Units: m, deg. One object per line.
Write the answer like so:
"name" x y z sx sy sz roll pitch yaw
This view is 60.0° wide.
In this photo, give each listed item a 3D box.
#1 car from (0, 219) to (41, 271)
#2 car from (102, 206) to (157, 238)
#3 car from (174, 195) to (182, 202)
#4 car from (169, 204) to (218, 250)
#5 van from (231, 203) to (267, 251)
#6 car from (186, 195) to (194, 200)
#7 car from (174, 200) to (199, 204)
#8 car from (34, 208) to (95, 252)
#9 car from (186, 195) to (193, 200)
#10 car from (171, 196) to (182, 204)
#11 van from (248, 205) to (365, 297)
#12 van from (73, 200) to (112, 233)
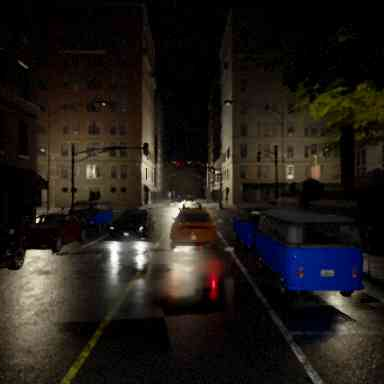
"car" -5.852 1.590 8.395 1.947 1.339 4.313 0 0 0
"car" -3.041 1.596 18.118 2.033 1.411 5.357 0 0 0
"car" -3.561 1.687 86.502 1.882 1.535 5.008 0 0 -1
"car" 0.083 1.518 14.639 1.882 1.535 5.008 0 0 1
"van" 2.676 1.380 14.063 1.690 1.788 3.998 0 0 0
"car" -0.539 1.802 84.894 1.895 1.301 4.718 0 0 -1
"car" 0.006 1.552 24.058 2.128 1.511 4.902 0 0 0
"car" -5.851 1.583 14.055 1.887 1.381 4.507 0 0 0
"car" -0.668 1.577 94.867 1.837 1.490 4.892 0 0 -1
"car" -3.359 1.653 70.911 1.882 1.535 5.008 0 0 -1
"van" 2.674 1.365 8.405 1.690 1.788 3.998 0 0 0
"van" -5.848 1.393 19.716 1.690 1.788 3.998 0 0 0
